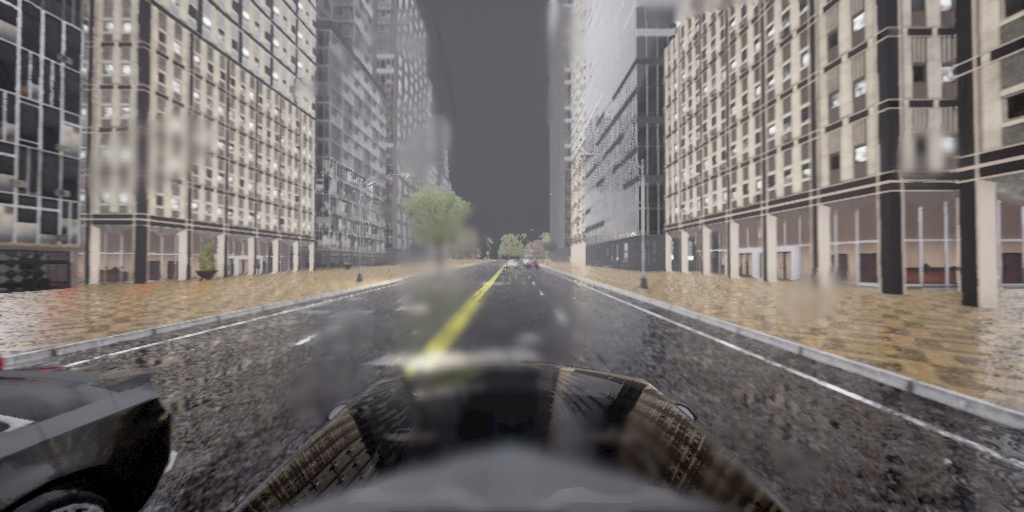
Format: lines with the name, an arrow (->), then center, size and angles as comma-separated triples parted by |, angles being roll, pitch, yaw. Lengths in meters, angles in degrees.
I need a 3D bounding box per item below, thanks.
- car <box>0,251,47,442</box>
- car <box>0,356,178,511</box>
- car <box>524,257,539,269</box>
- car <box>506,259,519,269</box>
car -> -6.579, 0.971, 1.452 | 2.150, 2.045, 5.566 | 0, 0, 0
car -> -3.330, 1.241, 0.467 | 2.128, 1.511, 4.902 | 0, 0, 0
car -> 3.272, 1.302, 57.354 | 1.812, 1.442, 4.674 | 0, 0, 0
car -> 0.022, 1.302, 57.357 | 1.812, 1.442, 4.674 | 0, 0, 0
